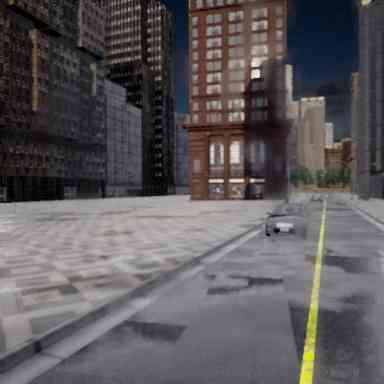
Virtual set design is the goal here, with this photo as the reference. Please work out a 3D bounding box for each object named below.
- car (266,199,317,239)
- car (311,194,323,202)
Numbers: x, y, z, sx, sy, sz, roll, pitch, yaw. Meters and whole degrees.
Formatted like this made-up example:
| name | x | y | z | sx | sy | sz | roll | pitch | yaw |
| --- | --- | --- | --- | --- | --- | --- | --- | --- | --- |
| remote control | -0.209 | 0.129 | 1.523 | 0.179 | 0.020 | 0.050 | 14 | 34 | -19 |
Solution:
| name | x | y | z | sx | sy | sz | roll | pitch | yaw |
| --- | --- | --- | --- | --- | --- | --- | --- | --- | --- |
| car | 4.917 | 1.345 | 16.674 | 2.128 | 1.511 | 4.902 | 0 | 0 | 22 |
| car | 21.889 | 1.060 | 58.418 | 1.812 | 1.442 | 4.674 | 0 | 0 | 22 |
